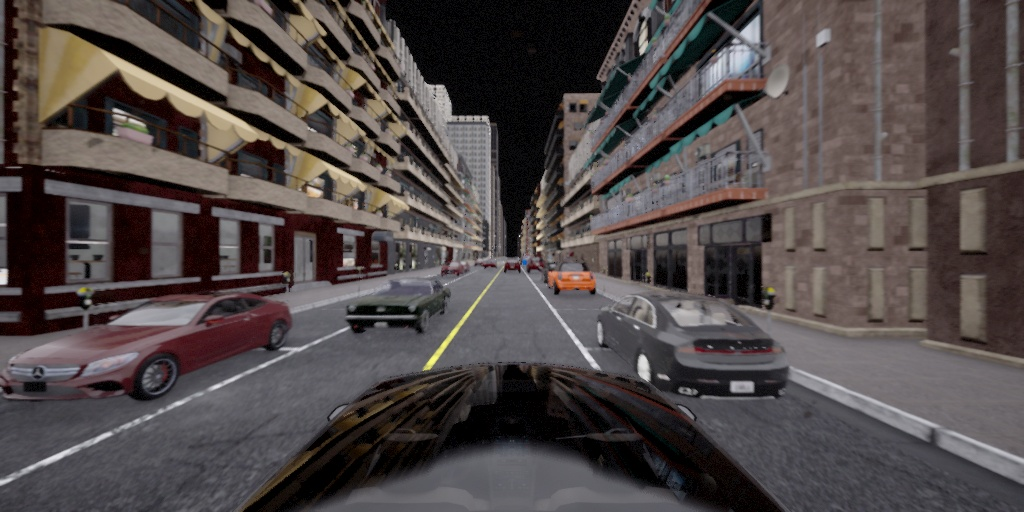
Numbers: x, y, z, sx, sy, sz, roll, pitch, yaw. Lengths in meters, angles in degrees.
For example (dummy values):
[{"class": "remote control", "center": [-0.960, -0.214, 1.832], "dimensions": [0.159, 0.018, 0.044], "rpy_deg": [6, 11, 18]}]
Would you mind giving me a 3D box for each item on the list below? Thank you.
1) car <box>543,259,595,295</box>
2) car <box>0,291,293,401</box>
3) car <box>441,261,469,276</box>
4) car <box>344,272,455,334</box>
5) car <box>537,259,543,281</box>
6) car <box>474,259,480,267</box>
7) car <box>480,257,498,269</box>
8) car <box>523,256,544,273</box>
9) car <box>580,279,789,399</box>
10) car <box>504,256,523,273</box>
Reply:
[{"class": "car", "center": [3.113, 1.053, 19.579], "dimensions": [2.097, 1.767, 4.553], "rpy_deg": [0, 0, 0]}, {"class": "car", "center": [-5.690, 1.319, 6.372], "dimensions": [1.802, 1.307, 4.207], "rpy_deg": [0, 0, 0]}, {"class": "car", "center": [-5.690, 1.206, 34.784], "dimensions": [1.888, 1.381, 4.507], "rpy_deg": [0, 0, 0]}, {"class": "car", "center": [-3.100, 1.326, 10.700], "dimensions": [1.895, 1.301, 4.718], "rpy_deg": [0, 0, 0]}, {"class": "car", "center": [3.145, 1.186, 26.609], "dimensions": [1.837, 1.490, 4.892], "rpy_deg": [0, 0, 0]}, {"class": "car", "center": [-5.691, 1.137, 63.196], "dimensions": [1.888, 1.381, 4.507], "rpy_deg": [0, 0, 0]}, {"class": "car", "center": [-3.075, 1.219, 51.678], "dimensions": [1.895, 1.301, 4.718], "rpy_deg": [0, 0, 0]}, {"class": "car", "center": [2.689, 0.960, 40.469], "dimensions": [2.192, 1.841, 5.009], "rpy_deg": [0, 0, 0]}, {"class": "car", "center": [2.690, 1.287, 6.375], "dimensions": [2.007, 1.370, 4.403], "rpy_deg": [0, 0, 0]}, {"class": "car", "center": [0.056, 1.119, 42.422], "dimensions": [1.882, 1.535, 5.008], "rpy_deg": [0, -1, 0]}]
